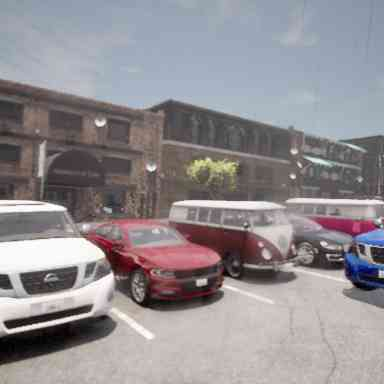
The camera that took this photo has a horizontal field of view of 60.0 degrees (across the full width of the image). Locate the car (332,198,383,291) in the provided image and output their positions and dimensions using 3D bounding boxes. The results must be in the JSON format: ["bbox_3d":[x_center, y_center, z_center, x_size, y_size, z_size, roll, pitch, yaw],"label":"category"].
[{"bbox_3d":[5.972,1.236,7.946,5.566,2.045,2.150,0,0,-35],"label":"car"}]

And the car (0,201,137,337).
[{"bbox_3d":[-3.524,1.230,6.843,2.435,2.045,5.566,0,0,-36],"label":"car"}]

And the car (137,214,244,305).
[{"bbox_3d":[-1.261,1.486,8.499,2.097,1.535,5.008,0,0,-36],"label":"car"}]

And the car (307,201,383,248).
[{"bbox_3d":[7.854,1.379,15.032,2.185,1.767,4.553,0,0,-35],"label":"car"}]

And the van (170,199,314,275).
[{"bbox_3d":[1.092,1.265,10.029,1.878,1.987,4.442,0,0,-36],"label":"van"}]

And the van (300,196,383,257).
[{"bbox_3d":[5.522,1.274,13.473,1.878,1.987,4.442,0,0,-35],"label":"van"}]

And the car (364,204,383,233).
[{"bbox_3d":[12.443,1.521,18.252,2.231,1.521,4.892,0,0,-35],"label":"car"}]
